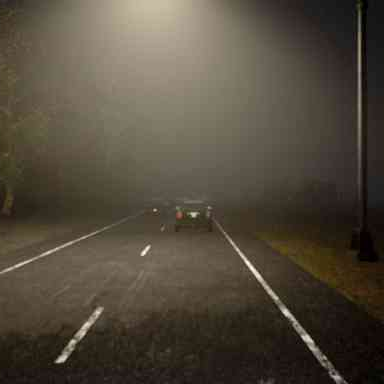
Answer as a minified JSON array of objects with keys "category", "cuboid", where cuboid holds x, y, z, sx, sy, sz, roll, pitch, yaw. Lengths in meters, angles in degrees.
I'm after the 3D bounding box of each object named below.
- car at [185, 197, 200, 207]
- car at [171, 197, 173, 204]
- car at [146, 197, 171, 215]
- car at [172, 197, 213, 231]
[{"category":"car","cuboid":[0.098,1.426,49.106,2.033,1.411,5.357,0,0,0]},{"category":"car","cuboid":[-3.402,1.417,52.331,2.033,1.411,5.357,0,0,0]},{"category":"car","cuboid":[-3.400,1.425,33.080,1.837,1.490,4.892,0,0,0]},{"category":"car","cuboid":[0.099,1.305,20.239,2.097,1.767,4.553,0,0,0]}]
